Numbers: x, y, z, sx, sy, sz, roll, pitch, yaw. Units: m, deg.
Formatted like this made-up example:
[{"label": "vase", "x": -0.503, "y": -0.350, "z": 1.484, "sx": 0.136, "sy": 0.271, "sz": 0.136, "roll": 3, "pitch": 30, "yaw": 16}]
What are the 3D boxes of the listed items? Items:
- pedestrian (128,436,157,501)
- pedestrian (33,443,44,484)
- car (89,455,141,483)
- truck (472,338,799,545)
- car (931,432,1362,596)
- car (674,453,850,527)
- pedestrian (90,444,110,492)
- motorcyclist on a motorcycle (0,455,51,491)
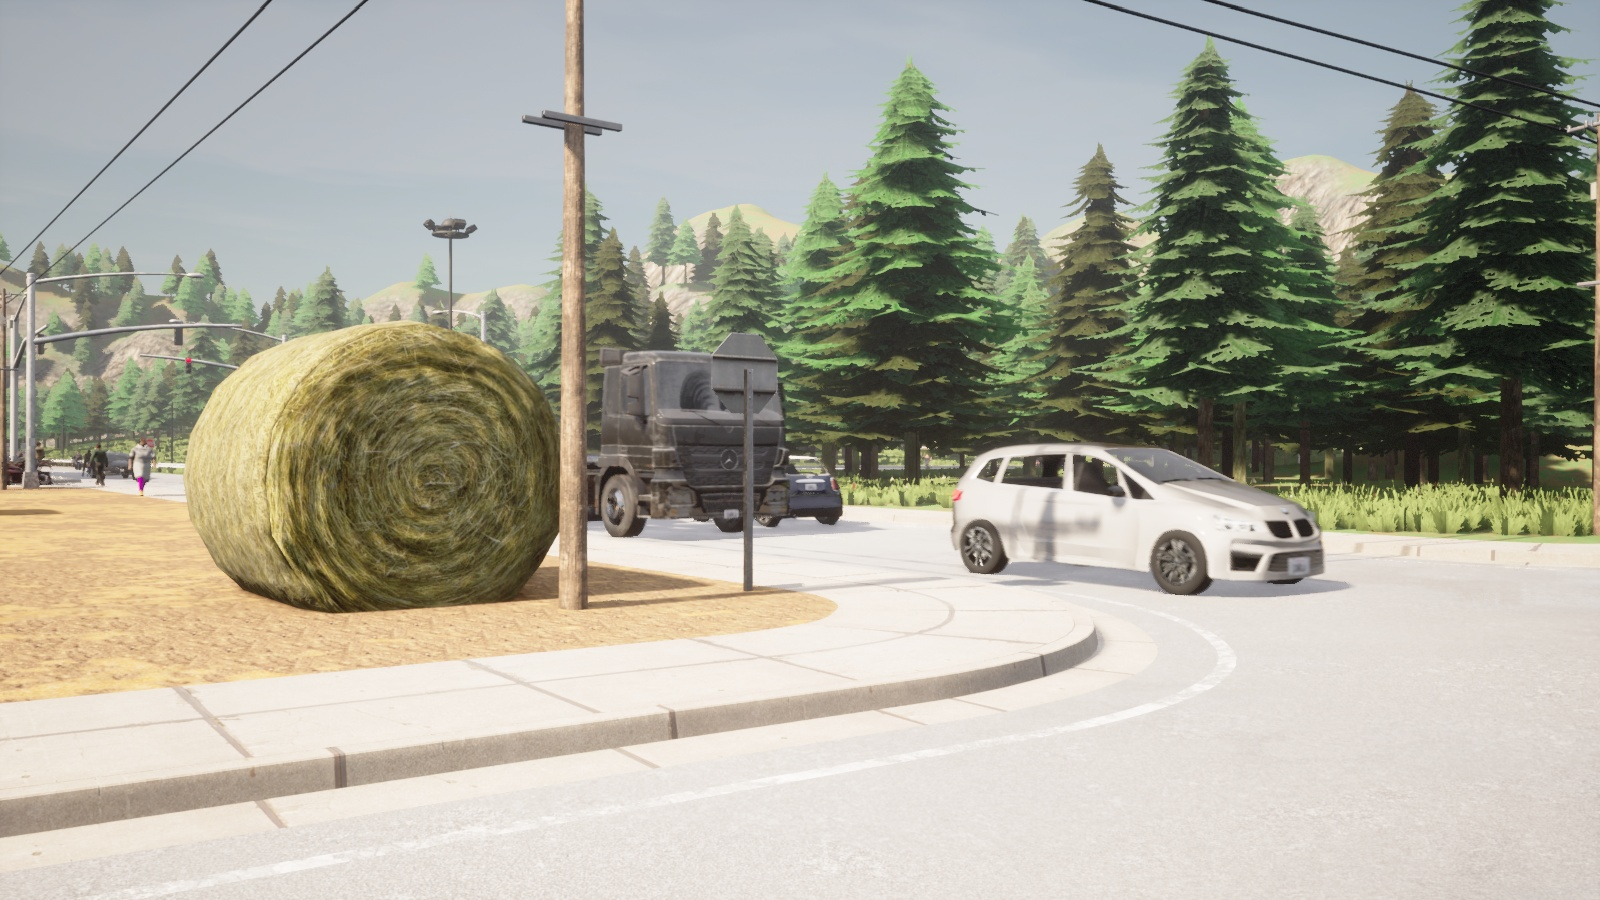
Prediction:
[{"label": "pedestrian", "x": -20.053, "y": 0.561, "z": 38.286, "sx": 0.659, "sy": 1.952, "sz": 0.873, "roll": 0, "pitch": 0, "yaw": -35}, {"label": "pedestrian", "x": -36.234, "y": 0.631, "z": 59.756, "sx": 0.396, "sy": 1.930, "sz": 0.692, "roll": 0, "pitch": 0, "yaw": -27}, {"label": "car", "x": -38.275, "y": 1.037, "z": 70.097, "sx": 1.837, "sy": 1.490, "sz": 4.892, "roll": 0, "pitch": 0, "yaw": -38}, {"label": "truck", "x": -3.585, "y": -0.134, "z": 25.101, "sx": 2.891, "sy": 3.462, "sz": 7.936, "roll": 0, "pitch": 0, "yaw": -38}, {"label": "car", "x": 4.012, "y": 0.653, "z": 15.247, "sx": 2.242, "sy": 1.667, "sz": 4.611, "roll": 0, "pitch": 0, "yaw": -38}, {"label": "car", "x": -0.883, "y": 0.814, "z": 27.328, "sx": 1.970, "sy": 1.475, "sz": 3.806, "roll": 0, "pitch": 0, "yaw": -38}, {"label": "pedestrian", "x": -28.448, "y": 0.738, "z": 51.034, "sx": 0.788, "sy": 1.949, "sz": 0.423, "roll": 0, "pitch": 0, "yaw": 35}, {"label": "motorcyclist on a motorcycle", "x": -33.911, "y": 0.993, "z": 54.631, "sx": 2.191, "sy": 1.530, "sz": 0.866, "roll": 0, "pitch": 0, "yaw": -39}]
